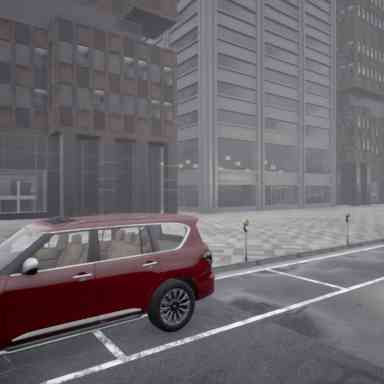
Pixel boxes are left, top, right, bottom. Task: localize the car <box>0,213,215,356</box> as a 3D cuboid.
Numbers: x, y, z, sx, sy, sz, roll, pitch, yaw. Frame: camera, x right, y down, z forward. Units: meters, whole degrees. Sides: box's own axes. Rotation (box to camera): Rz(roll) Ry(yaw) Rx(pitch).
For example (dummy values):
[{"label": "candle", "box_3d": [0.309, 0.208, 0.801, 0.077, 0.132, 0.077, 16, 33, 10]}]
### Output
[{"label": "car", "box_3d": [-1.911, 1.315, 5.288, 5.009, 1.841, 2.192, 0, 0, -35]}]
